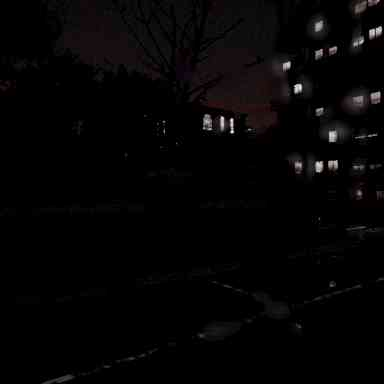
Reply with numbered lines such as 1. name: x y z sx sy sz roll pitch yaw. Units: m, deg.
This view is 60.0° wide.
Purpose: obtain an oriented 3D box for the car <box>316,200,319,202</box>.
1. car: 9.328 1.765 29.825 1.882 1.535 5.008 0 0 -36

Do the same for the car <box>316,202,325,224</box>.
1. car: 7.959 1.770 26.317 1.837 1.490 4.892 0 -1 -35

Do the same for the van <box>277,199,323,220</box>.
1. van: 10.514 1.646 32.599 1.690 1.788 3.998 -1 0 -36
